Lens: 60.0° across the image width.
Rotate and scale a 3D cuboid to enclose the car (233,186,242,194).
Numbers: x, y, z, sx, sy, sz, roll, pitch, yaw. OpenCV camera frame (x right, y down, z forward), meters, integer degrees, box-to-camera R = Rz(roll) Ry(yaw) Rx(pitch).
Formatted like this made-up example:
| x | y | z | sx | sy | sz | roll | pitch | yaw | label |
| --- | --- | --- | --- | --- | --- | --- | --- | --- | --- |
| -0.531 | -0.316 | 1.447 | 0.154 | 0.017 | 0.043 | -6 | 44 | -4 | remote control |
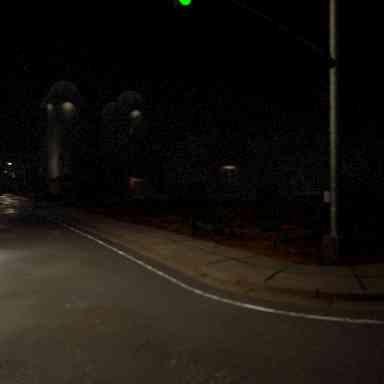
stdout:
| x | y | z | sx | sy | sz | roll | pitch | yaw | label |
| --- | --- | --- | --- | --- | --- | --- | --- | --- | --- |
| 10.734 | -0.388 | 77.676 | 1.905 | 1.878 | 3.866 | 5 | 4 | 15 | car |
